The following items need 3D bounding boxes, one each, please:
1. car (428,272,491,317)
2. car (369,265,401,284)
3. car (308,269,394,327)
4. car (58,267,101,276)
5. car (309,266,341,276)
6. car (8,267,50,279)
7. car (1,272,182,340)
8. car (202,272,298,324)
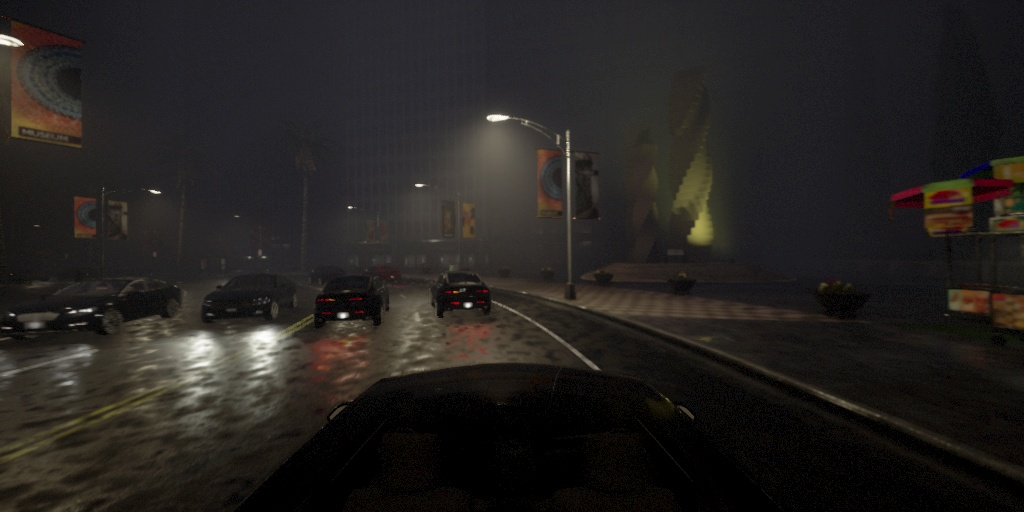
[{"bbox_3d":[-2.090,1.347,13.867,1.837,1.490,4.892,0,0,-16],"label":"car"},{"bbox_3d":[-10.928,1.505,29.868,1.882,1.535,5.008,0,-1,-40],"label":"car"},{"bbox_3d":[-5.233,1.372,12.144,1.837,1.490,4.892,0,0,-15],"label":"car"},{"bbox_3d":[-49.094,2.000,40.785,4.892,1.490,1.837,-1,0,14],"label":"car"},{"bbox_3d":[-15.100,1.545,29.335,1.882,1.535,5.008,0,-1,-43],"label":"car"},{"bbox_3d":[-51.299,2.095,37.734,4.718,1.301,1.895,-1,0,14],"label":"car"},{"bbox_3d":[-12.249,1.423,10.935,2.128,1.511,4.902,0,0,-19],"label":"car"},{"bbox_3d":[-9.361,1.392,13.204,1.882,1.535,5.008,0,0,-21],"label":"car"}]
